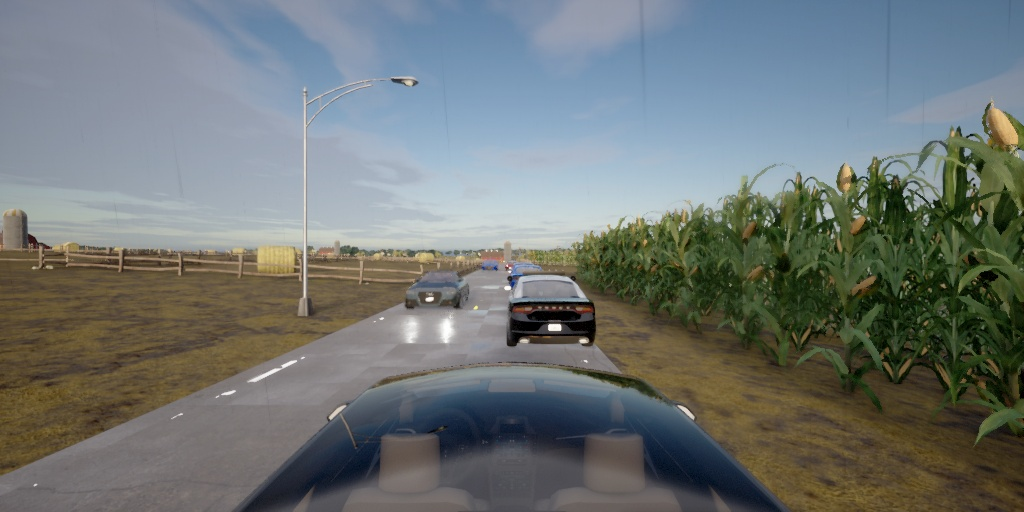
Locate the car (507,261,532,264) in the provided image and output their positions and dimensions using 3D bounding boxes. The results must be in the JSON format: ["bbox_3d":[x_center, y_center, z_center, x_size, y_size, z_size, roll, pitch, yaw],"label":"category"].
[{"bbox_3d":[0.819,1.213,19.373,1.882,1.535,5.008,0,0,0],"label":"car"}]

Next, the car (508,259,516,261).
[{"bbox_3d":[0.813,1.201,25.373,1.882,1.535,5.008,0,0,0],"label":"car"}]

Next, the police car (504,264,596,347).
[{"bbox_3d":[0.822,1.171,9.483,1.930,1.638,5.238,0,0,0],"label":"police car"}]

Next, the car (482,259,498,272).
[{"bbox_3d":[-2.764,1.171,45.838,1.882,1.535,5.008,0,0,0],"label":"car"}]

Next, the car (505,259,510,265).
[{"bbox_3d":[0.019,1.294,47.726,1.895,1.301,4.718,0,0,0],"label":"car"}]

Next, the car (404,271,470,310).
[{"bbox_3d":[-2.855,1.305,14.444,1.994,1.385,4.181,0,0,0],"label":"car"}]
